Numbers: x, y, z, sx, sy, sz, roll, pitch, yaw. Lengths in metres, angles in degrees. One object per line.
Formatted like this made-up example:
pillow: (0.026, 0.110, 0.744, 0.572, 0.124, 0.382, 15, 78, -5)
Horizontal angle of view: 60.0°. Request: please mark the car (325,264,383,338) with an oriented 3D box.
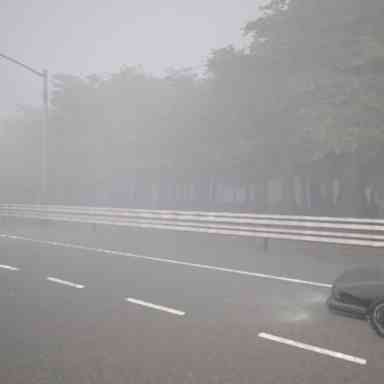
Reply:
car: (4.857, 1.549, 4.703, 5.357, 1.411, 2.033, 0, 0, 35)
